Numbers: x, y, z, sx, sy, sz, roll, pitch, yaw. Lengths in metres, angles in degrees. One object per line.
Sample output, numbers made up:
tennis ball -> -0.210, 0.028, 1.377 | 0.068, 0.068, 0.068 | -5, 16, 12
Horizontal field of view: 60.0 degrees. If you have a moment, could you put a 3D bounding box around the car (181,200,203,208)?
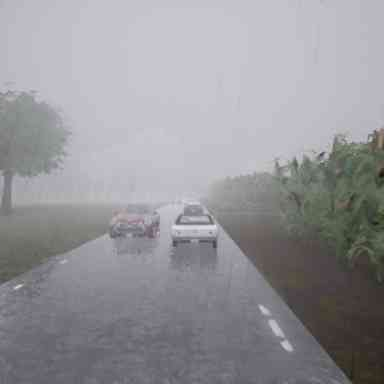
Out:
car -> 0.137, 1.544, 32.940 | 1.812, 1.442, 4.674 | 0, 0, 0

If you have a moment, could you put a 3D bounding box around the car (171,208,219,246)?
car -> 0.114, 1.605, 15.159 | 1.895, 1.301, 4.718 | 0, 0, 0

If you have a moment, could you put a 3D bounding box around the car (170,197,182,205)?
car -> -2.750, 1.566, 58.686 | 2.128, 1.511, 4.902 | 0, 0, 1

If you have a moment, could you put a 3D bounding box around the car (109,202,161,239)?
car -> -2.833, 1.358, 17.305 | 2.097, 1.767, 4.553 | 0, 0, 0
